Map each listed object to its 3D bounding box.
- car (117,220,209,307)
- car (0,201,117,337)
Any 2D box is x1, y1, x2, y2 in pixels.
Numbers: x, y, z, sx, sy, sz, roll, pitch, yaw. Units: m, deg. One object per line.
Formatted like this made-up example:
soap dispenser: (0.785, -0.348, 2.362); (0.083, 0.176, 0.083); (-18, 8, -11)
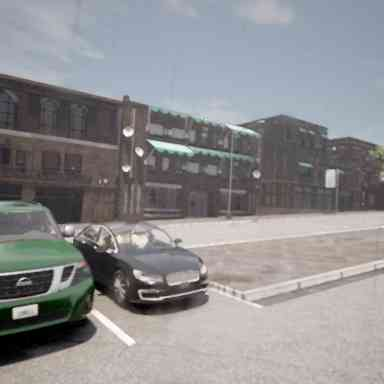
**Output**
car: (-1.546, 1.505, 8.298); (2.231, 1.521, 4.892); (1, 0, -36)
car: (-3.803, 1.232, 6.643); (2.435, 2.045, 5.566); (0, 0, -36)
